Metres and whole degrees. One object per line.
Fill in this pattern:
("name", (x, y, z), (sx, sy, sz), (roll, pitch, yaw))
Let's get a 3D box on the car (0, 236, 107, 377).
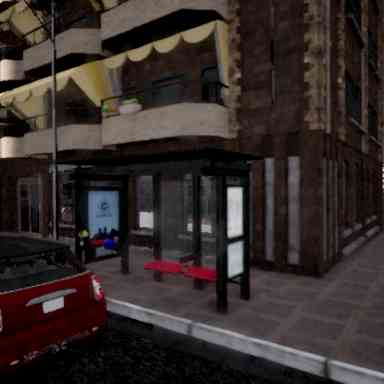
("car", (-3.285, 1.416, 5.220), (4.097, 1.590, 1.967), (0, 1, 35))
